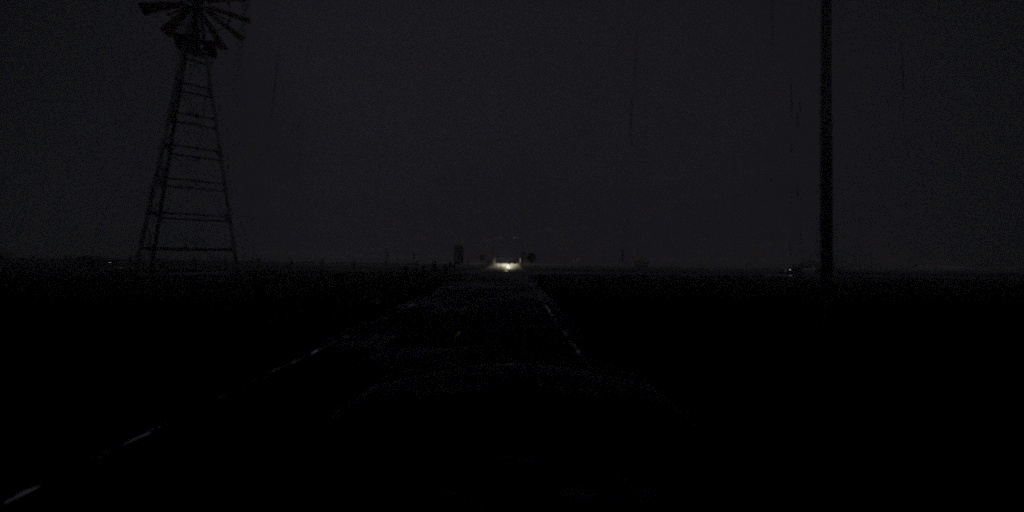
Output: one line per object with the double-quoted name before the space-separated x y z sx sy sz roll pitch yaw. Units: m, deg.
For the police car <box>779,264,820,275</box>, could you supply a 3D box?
"police car" 39.171 1.844 48.706 4.974 1.542 2.038 1 -1 -1
